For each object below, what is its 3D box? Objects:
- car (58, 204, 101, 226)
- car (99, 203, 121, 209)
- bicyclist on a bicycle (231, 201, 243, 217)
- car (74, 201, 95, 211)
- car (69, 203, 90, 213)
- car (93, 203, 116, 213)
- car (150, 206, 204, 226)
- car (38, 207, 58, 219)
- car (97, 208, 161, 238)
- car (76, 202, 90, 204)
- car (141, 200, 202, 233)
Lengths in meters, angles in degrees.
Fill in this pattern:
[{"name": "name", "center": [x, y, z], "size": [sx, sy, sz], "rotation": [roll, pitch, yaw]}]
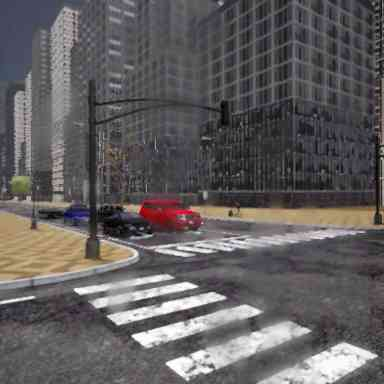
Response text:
[{"name": "car", "center": [-9.769, 2.048, 28.648], "size": [1.812, 1.442, 4.674], "rotation": [0, -1, -35]}, {"name": "car", "center": [-7.411, 2.018, 30.948], "size": [1.837, 1.490, 4.892], "rotation": [0, -1, -35]}, {"name": "bicyclist on a bicycle", "center": [4.428, 1.671, 32.975], "size": [1.656, 1.620, 0.582], "rotation": [-1, 0, -35]}, {"name": "car", "center": [-19.216, 2.455, 59.172], "size": [2.128, 1.511, 4.902], "rotation": [0, -1, -35]}, {"name": "car", "center": [-17.300, 2.417, 50.921], "size": [1.994, 1.385, 4.181], "rotation": [0, -1, -35]}, {"name": "car", "center": [-13.475, 2.402, 51.020], "size": [1.895, 1.301, 4.718], "rotation": [0, -1, -35]}, {"name": "car", "center": [-1.452, 1.953, 28.523], "size": [2.033, 1.411, 5.357], "rotation": [0, -1, -35]}, {"name": "car", "center": [-15.672, 2.290, 37.049], "size": [1.895, 1.301, 4.718], "rotation": [0, -1, -35]}, {"name": "car", "center": [-3.979, 1.923, 20.421], "size": [1.994, 1.385, 4.181], "rotation": [0, -1, -35]}, {"name": "car", "center": [-13.245, 2.183, 39.251], "size": [1.837, 1.490, 4.892], "rotation": [0, -1, -35]}, {"name": "car", "center": [-1.641, 1.571, 22.744], "size": [2.150, 2.045, 5.566], "rotation": [0, -1, -35]}]
